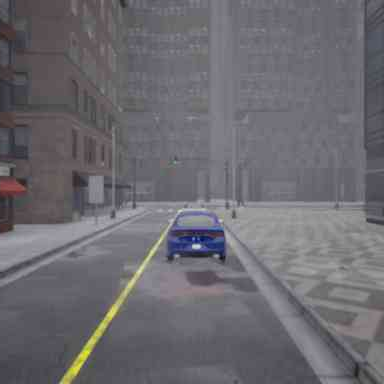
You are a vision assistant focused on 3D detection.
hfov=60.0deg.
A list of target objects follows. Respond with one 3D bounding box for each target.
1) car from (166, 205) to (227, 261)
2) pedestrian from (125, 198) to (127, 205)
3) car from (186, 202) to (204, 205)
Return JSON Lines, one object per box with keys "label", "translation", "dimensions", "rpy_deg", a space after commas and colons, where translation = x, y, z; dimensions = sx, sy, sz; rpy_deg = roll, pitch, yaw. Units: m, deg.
{"label": "car", "translation": [0.150, 1.439, 12.178], "dimensions": [1.882, 1.535, 5.008], "rpy_deg": [0, 0, 0]}
{"label": "pedestrian", "translation": [-9.686, 1.384, 48.872], "dimensions": [0.500, 1.100, 0.500], "rpy_deg": [0, 0, 1]}
{"label": "car", "translation": [0.215, 1.516, 27.596], "dimensions": [1.895, 1.301, 4.718], "rpy_deg": [0, 0, 0]}
